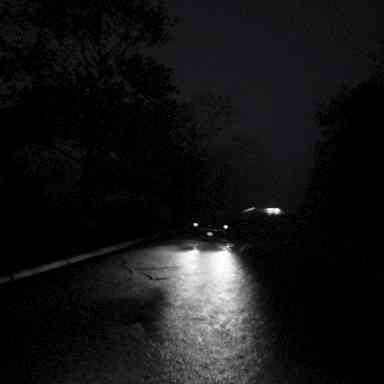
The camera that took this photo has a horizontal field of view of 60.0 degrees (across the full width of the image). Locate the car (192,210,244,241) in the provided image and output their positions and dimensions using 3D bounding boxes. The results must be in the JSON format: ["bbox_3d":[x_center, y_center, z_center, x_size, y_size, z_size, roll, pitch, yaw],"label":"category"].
[{"bbox_3d":[1.498,1.669,17.515,1.895,1.301,4.718,3,0,18],"label":"car"}]

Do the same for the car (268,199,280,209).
[{"bbox_3d":[14.038,2.001,56.805,2.128,1.511,4.902,3,0,18],"label":"car"}]
